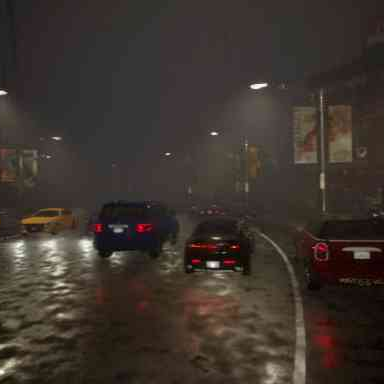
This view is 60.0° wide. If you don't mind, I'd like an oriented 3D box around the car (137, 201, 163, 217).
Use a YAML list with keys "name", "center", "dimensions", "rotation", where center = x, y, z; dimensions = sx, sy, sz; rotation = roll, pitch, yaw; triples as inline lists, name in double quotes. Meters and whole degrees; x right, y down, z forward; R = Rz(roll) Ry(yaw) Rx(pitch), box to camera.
- name: "car"
  center: [-4.592, 1.803, 35.875]
  dimensions: [1.837, 1.490, 4.892]
  rotation: [0, -1, -19]

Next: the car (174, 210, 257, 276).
- name: "car"
  center: [1.016, 1.551, 10.619]
  dimensions: [1.837, 1.490, 4.892]
  rotation: [0, 0, 12]

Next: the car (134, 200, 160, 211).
- name: "car"
  center: [-6.463, 1.878, 47.374]
  dimensions: [1.882, 1.535, 5.008]
  rotation: [-1, -1, -31]

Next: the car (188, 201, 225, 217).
- name: "car"
  center: [0.960, 1.706, 29.244]
  dimensions: [2.033, 1.411, 5.357]
  rotation: [-1, 0, -11]

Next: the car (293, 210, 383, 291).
- name: "car"
  center: [3.969, 1.334, 8.972]
  dimensions: [2.097, 1.767, 4.553]
  rotation: [-1, 0, 12]

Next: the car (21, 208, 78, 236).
- name: "car"
  center: [-8.656, 1.757, 20.590]
  dimensions: [1.882, 1.535, 5.008]
  rotation: [-1, -1, -1]

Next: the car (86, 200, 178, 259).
- name: "car"
  center: [-1.984, 1.337, 13.332]
  dimensions: [2.150, 2.045, 5.566]
  rotation: [-1, 0, 8]

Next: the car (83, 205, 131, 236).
- name: "car"
  center: [-5.166, 1.696, 20.937]
  dimensions: [1.882, 1.535, 5.008]
  rotation: [-1, -1, -2]

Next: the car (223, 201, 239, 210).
- name: "car"
  center: [2.756, 1.679, 34.803]
  dimensions: [2.002, 1.452, 4.674]
  rotation: [-1, 0, -17]
